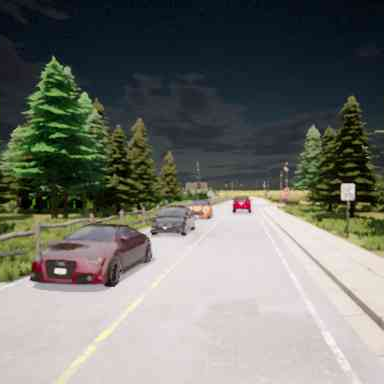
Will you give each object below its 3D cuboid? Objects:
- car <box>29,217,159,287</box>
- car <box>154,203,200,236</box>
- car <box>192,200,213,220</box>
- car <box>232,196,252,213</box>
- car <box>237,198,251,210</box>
[{"bbox_3d":[-2.600,1.622,9.492,1.994,1.385,4.181,0,0,11],"label":"car"},{"bbox_3d":[-0.977,1.616,19.422,1.837,1.490,4.892,0,0,10],"label":"car"},{"bbox_3d":[0.750,1.528,30.440,2.097,1.767,4.553,0,0,9],"label":"car"},{"bbox_3d":[6.041,1.448,40.041,2.150,2.045,5.566,0,0,10],"label":"car"},{"bbox_3d":[7.870,1.764,50.289,1.882,1.535,5.008,0,0,11],"label":"car"}]
